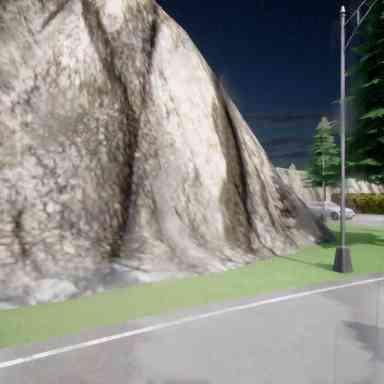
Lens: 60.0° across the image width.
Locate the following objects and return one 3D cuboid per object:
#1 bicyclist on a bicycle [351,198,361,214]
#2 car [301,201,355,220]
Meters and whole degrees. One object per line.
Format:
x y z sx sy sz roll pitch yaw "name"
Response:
16.458 1.453 33.365 1.656 1.620 0.582 0 0 -28 "bicyclist on a bicycle"
11.287 1.526 27.983 1.812 1.442 4.674 0 0 -28 "car"
